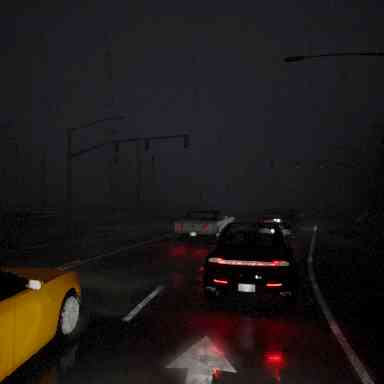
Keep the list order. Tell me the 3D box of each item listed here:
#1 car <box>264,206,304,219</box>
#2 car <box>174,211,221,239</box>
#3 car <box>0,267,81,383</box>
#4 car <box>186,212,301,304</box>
[{"bbox_3d":[4.576,1.505,17.168,1.837,1.490,4.892,0,0,21],"label":"car"},{"bbox_3d":[0.840,1.601,17.061,1.895,1.301,4.718,0,0,20],"label":"car"},{"bbox_3d":[-2.937,1.477,3.570,1.882,1.535,5.008,0,0,6],"label":"car"},{"bbox_3d":[1.526,1.492,8.279,2.128,1.511,4.902,0,0,13],"label":"car"}]
